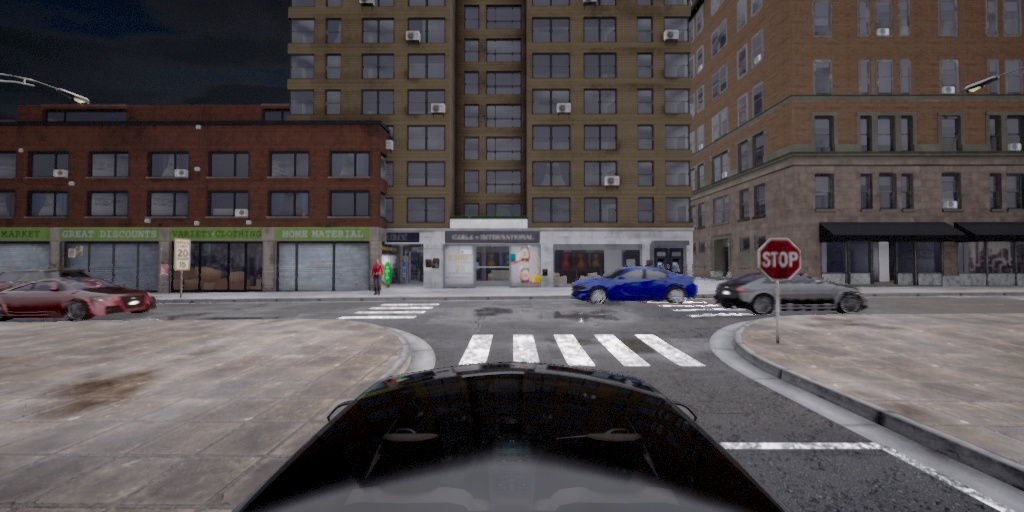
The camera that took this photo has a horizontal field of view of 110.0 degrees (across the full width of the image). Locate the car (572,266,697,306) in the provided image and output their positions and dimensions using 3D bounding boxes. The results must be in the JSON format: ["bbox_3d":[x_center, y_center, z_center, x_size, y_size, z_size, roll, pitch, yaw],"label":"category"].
[{"bbox_3d":[5.017,1.203,15.041,5.008,1.535,1.882,-1,-1,0],"label":"car"}]

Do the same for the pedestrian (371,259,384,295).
[{"bbox_3d":[-6.781,1.036,18.036,0.375,1.860,0.375,0,0,0],"label":"pedestrian"}]

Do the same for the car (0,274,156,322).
[{"bbox_3d":[-14.880,1.441,12.223,4.181,1.385,1.994,-1,-1,0],"label":"car"}]

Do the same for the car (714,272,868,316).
[{"bbox_3d":[9.200,1.192,12.057,4.181,1.385,1.994,0,-1,0],"label":"car"}]

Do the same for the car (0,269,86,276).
[{"bbox_3d":[-20.467,1.359,15.213,4.553,1.767,2.097,-1,-1,0],"label":"car"}]
